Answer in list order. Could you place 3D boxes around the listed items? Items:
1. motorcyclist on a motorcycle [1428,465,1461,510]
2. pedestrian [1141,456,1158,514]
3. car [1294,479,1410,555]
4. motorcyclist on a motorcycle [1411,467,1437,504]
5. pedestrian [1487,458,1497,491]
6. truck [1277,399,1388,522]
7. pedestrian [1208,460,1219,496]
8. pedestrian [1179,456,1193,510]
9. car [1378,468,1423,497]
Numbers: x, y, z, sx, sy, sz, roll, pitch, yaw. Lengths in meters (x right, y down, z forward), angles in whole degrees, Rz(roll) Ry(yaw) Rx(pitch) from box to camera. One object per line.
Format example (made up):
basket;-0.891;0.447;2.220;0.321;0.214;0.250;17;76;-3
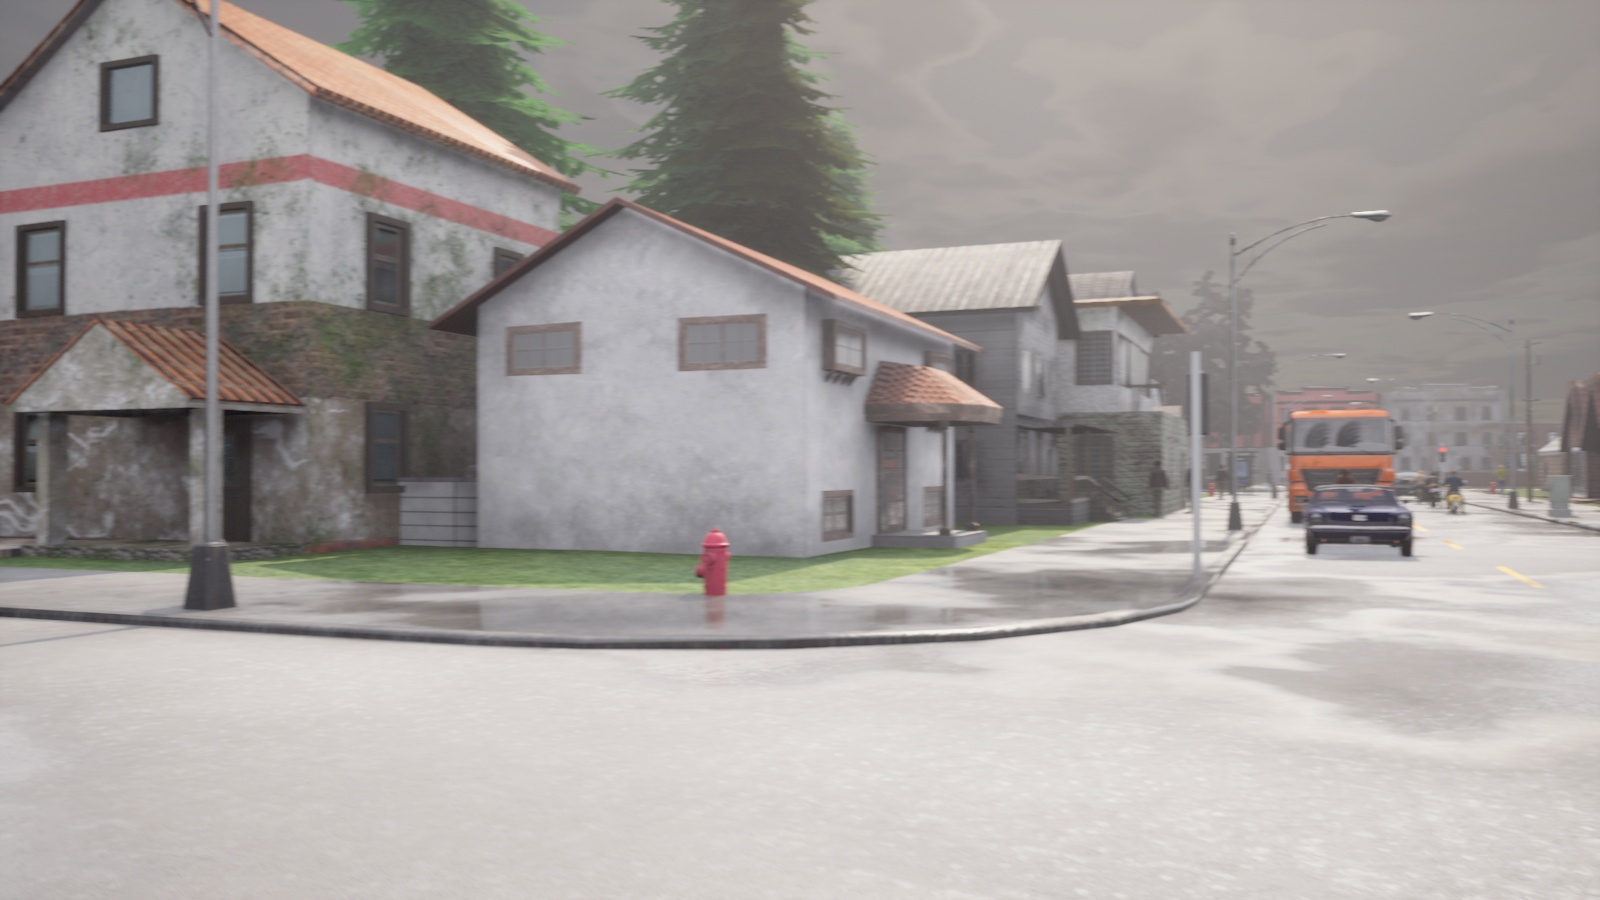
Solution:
motorcyclist on a motorcycle;23.341;1.345;45.505;0.866;1.590;1.817;-1;-1;22
pedestrian;11.135;1.116;39.994;0.431;1.840;0.703;-1;-1;22
car;10.776;1.247;24.794;1.895;1.301;4.718;-1;-1;21
motorcyclist on a motorcycle;26.325;1.476;52.990;0.797;1.523;2.044;-1;-1;22
pedestrian;38.680;1.389;70.187;0.354;1.836;0.706;-1;-1;22
truck;16.738;0.370;39.779;2.891;3.462;7.936;-1;-1;22
pedestrian;21.312;1.451;64.714;0.431;1.840;0.703;-1;-1;27
pedestrian;13.802;1.176;44.887;0.402;1.930;0.666;-1;-1;22
car;31.410;1.674;65.780;1.837;1.490;4.892;-1;-1;22
